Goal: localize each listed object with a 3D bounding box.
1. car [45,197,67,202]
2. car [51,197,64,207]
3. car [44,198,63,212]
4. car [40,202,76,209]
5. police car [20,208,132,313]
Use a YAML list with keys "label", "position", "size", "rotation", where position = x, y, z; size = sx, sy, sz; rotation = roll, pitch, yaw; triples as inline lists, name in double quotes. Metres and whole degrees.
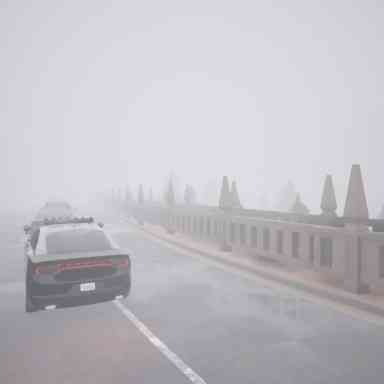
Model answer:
- label: "car"
  position: [-8.456, 1.351, 21.048]
  size: [2.097, 1.767, 4.553]
  rotation: [0, 0, -20]
- label: "car"
  position: [-21.461, 1.506, 53.250]
  size: [1.837, 1.490, 4.892]
  rotation: [0, 0, -20]
- label: "car"
  position: [-16.825, 1.505, 40.651]
  size: [1.837, 1.490, 4.892]
  rotation: [0, 0, -19]
- label: "car"
  position: [-6.510, 1.478, 15.794]
  size: [1.882, 1.535, 5.008]
  rotation: [0, 0, -22]
- label: "police car"
  position: [-2.978, 1.425, 8.012]
  size: [1.930, 1.638, 5.238]
  rotation: [0, 0, -27]
